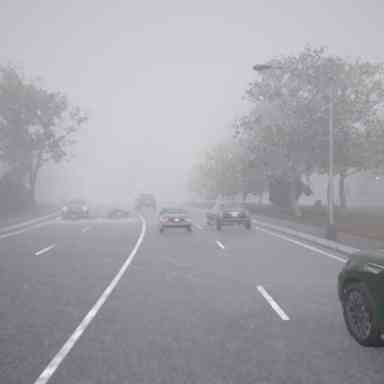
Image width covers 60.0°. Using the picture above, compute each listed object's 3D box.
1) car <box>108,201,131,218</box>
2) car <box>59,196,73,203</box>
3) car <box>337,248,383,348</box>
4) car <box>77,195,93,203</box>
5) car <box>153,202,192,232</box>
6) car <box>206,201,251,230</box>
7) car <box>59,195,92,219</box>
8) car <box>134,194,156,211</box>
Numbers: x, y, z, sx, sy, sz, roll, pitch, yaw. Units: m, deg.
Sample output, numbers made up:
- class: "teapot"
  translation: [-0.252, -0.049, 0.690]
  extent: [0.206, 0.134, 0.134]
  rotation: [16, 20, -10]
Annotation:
- class: "car"
  translation: [-6.596, 1.536, 30.089]
  extent: [1.812, 1.442, 4.674]
  rotation: [0, 0, -12]
- class: "car"
  translation: [-25.118, 1.467, 66.324]
  extent: [1.812, 1.442, 4.674]
  rotation: [0, 0, -32]
- class: "car"
  translation: [3.518, 1.217, 3.152]
  extent: [2.150, 2.045, 5.566]
  rotation: [0, 0, -1]
- class: "car"
  translation: [-21.782, 1.466, 67.605]
  extent: [1.837, 1.490, 4.892]
  rotation: [0, 0, -32]
- class: "car"
  translation: [-1.130, 1.553, 20.249]
  extent: [2.033, 1.411, 5.357]
  rotation: [0, 0, -7]
- class: "car"
  translation: [2.210, 1.356, 21.267]
  extent: [2.097, 1.767, 4.553]
  rotation: [0, 0, -7]
- class: "car"
  translation: [-9.954, 1.362, 29.015]
  extent: [2.097, 1.767, 4.553]
  rotation: [0, 0, -13]
- class: "car"
  translation: [-6.001, 1.236, 42.216]
  extent: [2.150, 2.045, 5.566]
  rotation: [0, 0, -18]
